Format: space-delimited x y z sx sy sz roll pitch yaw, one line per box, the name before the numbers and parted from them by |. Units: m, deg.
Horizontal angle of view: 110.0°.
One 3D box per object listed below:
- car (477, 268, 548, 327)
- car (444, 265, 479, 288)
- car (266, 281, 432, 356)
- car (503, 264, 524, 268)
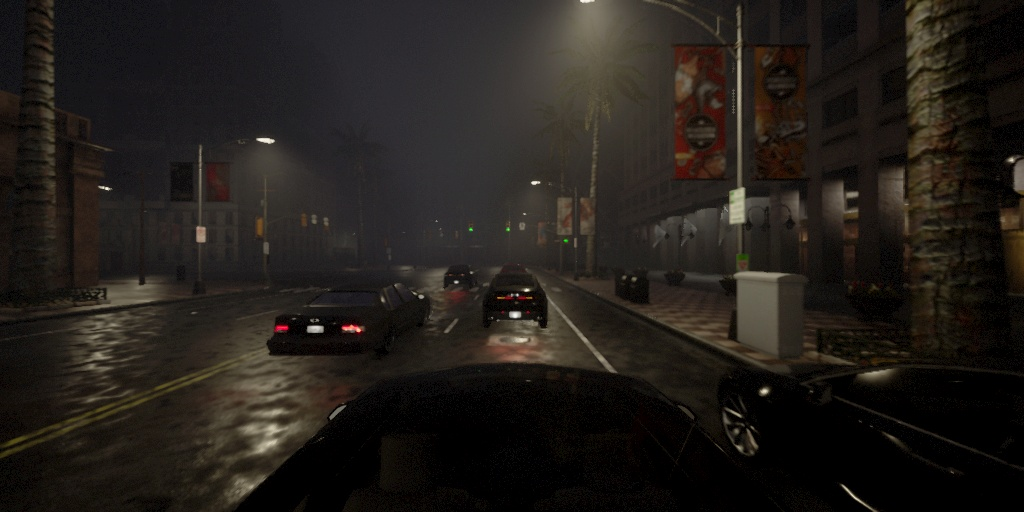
car | 0.089 1.286 11.683 1.837 1.490 4.892 0 0 0
car | -3.402 1.329 24.376 1.837 1.490 4.892 0 0 0
car | -3.398 1.320 8.702 2.033 1.411 5.357 0 0 0
car | 0.097 1.303 25.346 1.882 1.535 5.008 0 0 0
